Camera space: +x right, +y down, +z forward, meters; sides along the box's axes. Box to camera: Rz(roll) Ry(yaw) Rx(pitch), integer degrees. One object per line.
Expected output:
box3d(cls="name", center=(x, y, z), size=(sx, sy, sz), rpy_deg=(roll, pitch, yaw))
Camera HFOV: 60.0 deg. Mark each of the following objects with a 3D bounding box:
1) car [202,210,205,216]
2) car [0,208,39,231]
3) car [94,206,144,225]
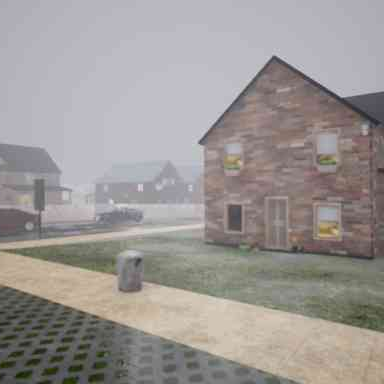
box3d(cls="car", center=(3.400, 2.523, 43.283), size=(2.033, 1.411, 5.357), rpy_deg=(-1, -2, 35))
box3d(cls="car", center=(-12.175, 1.773, 21.047), size=(1.882, 1.535, 5.008), rpy_deg=(0, -2, 34))
box3d(cls="car", center=(-6.388, 2.033, 29.372), size=(2.128, 1.511, 4.902), rpy_deg=(-1, -2, 35))
